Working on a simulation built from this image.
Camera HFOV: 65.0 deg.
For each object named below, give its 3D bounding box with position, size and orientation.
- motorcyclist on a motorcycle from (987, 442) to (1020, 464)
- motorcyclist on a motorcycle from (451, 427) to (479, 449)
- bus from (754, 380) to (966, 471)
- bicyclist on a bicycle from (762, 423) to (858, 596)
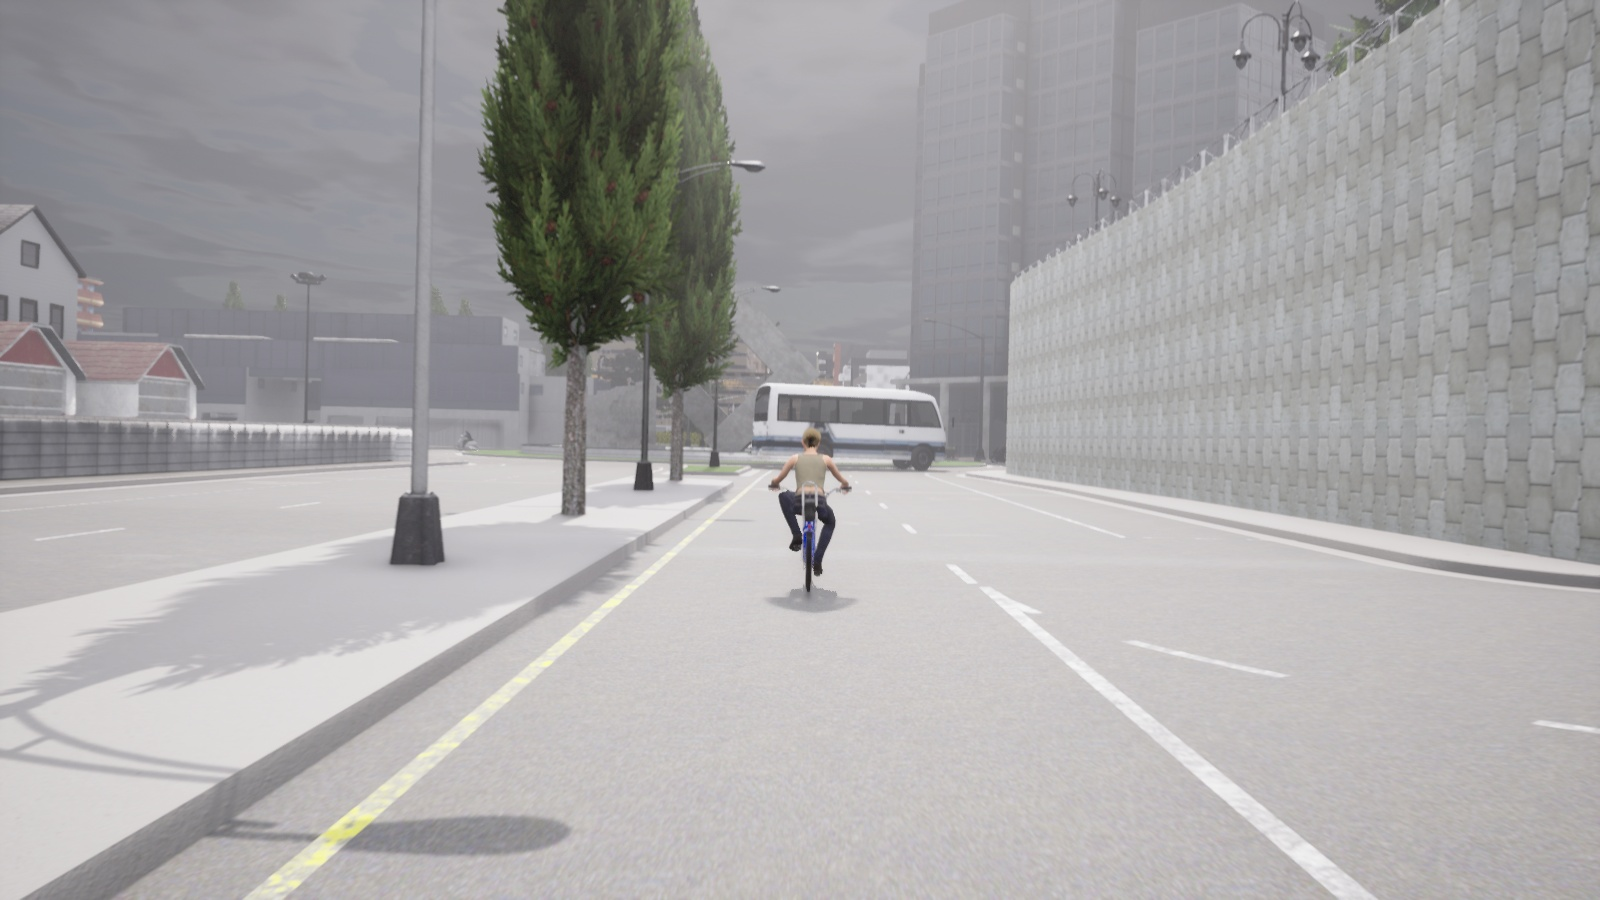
[{"bbox_3d":[14.931,0.245,92.337,2.191,1.530,0.866,2,0,35],"label":"motorcyclist on a motorcycle"},{"bbox_3d":[-25.024,-0.868,93.837,1.817,1.590,0.866,1,0,-28],"label":"motorcyclist on a motorcycle"},{"bbox_3d":[3.115,-1.197,65.963,10.273,4.253,3.944,2,0,-17],"label":"bus"},{"bbox_3d":[0.100,0.577,12.554,0.866,1.612,1.509,1,-1,0],"label":"bicyclist on a bicycle"}]
